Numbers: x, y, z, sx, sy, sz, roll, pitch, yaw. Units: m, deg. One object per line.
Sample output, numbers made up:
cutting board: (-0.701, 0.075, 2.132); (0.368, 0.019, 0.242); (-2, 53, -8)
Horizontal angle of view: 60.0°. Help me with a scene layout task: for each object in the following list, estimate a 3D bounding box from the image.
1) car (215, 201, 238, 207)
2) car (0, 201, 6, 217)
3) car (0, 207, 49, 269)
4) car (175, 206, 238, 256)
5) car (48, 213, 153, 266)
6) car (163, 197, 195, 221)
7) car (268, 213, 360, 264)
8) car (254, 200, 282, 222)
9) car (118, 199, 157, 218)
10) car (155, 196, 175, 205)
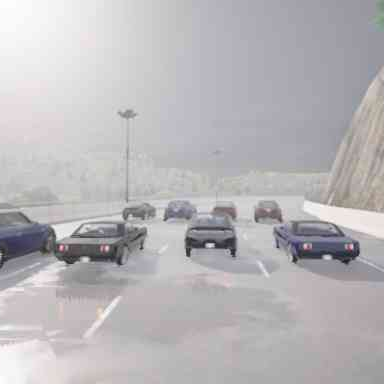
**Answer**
car: (2.971, 1.573, 29.353); (1.882, 1.535, 5.008); (0, 0, 10)
car: (-18.627, 1.550, 28.740); (1.837, 1.490, 4.892); (0, 0, 9)
car: (-6.386, 1.370, 11.033); (2.097, 1.767, 4.553); (0, 0, 4)
car: (0.789, 1.534, 13.275); (2.128, 1.511, 4.902); (0, 0, 5)
car: (-2.866, 1.630, 11.647); (1.895, 1.301, 4.718); (0, 0, 4)
car: (-0.870, 1.434, 27.668); (2.097, 1.767, 4.553); (0, 0, 9)
car: (4.176, 1.647, 12.037); (1.895, 1.301, 4.718); (0, 0, 4)
car: (6.195, 1.449, 27.458); (2.097, 1.767, 4.553); (0, 0, 10)
car: (-4.353, 1.580, 28.113); (1.837, 1.490, 4.892); (0, 0, 9)
car: (-5.207, 1.662, 65.107); (1.882, 1.535, 5.008); (0, 0, 21)
